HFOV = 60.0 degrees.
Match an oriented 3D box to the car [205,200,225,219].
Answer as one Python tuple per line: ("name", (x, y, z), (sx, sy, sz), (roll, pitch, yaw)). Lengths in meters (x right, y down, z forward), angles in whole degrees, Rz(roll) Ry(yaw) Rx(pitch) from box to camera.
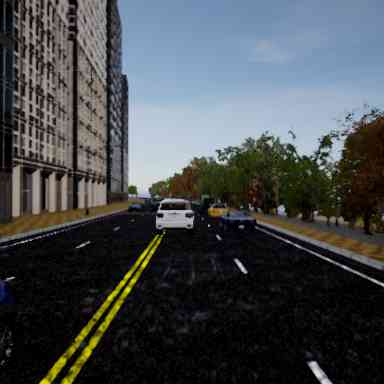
("car", (2.646, 1.853, 33.710), (1.801, 1.575, 5.366), (0, -1, -2))

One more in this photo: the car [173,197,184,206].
("car", (-3.108, 2.090, 76.389), (2.150, 2.045, 5.566), (0, -1, -5))

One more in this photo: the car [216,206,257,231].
("car", (2.981, 1.868, 22.497), (1.895, 1.301, 4.718), (0, -1, -1))

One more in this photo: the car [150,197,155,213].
("car", (-4.468, 1.754, 45.475), (2.150, 2.045, 5.566), (0, -1, -3))

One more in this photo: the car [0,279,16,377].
("car", (-3.371, 1.384, 2.491), (2.097, 1.767, 4.553), (0, -1, 0))

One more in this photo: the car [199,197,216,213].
("car", (2.194, 1.742, 44.599), (2.150, 2.045, 5.566), (0, -1, -3))

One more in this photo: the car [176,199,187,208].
("car", (-2.122, 2.213, 64.093), (1.882, 1.535, 5.008), (0, 0, -4))

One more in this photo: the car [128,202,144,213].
("car", (-7.766, 2.091, 46.453), (2.033, 1.411, 5.357), (0, -1, -3))

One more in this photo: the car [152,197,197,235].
("car", (-0.911, 1.471, 20.810), (2.150, 2.045, 5.566), (0, 0, 1))
